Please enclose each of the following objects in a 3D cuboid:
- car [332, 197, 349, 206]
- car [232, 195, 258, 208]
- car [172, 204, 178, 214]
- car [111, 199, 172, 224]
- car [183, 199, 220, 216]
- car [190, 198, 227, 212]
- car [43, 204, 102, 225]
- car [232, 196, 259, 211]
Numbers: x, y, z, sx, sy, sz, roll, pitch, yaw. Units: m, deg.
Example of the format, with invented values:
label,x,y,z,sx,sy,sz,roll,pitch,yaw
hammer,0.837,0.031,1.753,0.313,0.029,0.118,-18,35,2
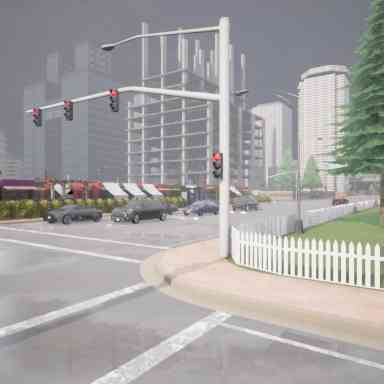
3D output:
label,x,y,z,sx,sy,sz,roll,pitch,yaw
car,24.017,1.478,53.697,1.882,1.535,5.008,0,0,34
car,7.846,1.352,48.796,2.097,1.767,4.553,0,0,34
car,-3.488,1.547,32.098,2.033,1.411,5.357,0,0,34
car,-3.951,1.352,25.160,2.097,1.767,4.553,0,0,34
car,0.994,1.526,32.459,1.812,1.442,4.674,0,0,34
car,2.150,1.547,40.438,2.033,1.411,5.357,0,0,34
car,-8.663,1.564,24.438,1.994,1.385,4.181,0,0,34
car,6.623,1.505,40.790,1.837,1.490,4.892,0,0,34
